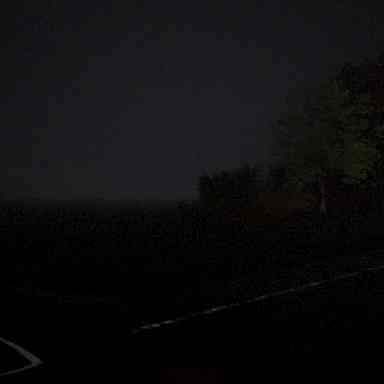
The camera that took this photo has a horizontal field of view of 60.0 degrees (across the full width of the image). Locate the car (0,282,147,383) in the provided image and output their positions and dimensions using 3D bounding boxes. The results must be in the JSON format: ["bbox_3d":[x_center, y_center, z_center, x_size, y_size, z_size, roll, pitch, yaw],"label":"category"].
[{"bbox_3d":[-2.671,1.498,2.063,4.892,1.490,1.837,0,0,-36],"label":"car"}]
